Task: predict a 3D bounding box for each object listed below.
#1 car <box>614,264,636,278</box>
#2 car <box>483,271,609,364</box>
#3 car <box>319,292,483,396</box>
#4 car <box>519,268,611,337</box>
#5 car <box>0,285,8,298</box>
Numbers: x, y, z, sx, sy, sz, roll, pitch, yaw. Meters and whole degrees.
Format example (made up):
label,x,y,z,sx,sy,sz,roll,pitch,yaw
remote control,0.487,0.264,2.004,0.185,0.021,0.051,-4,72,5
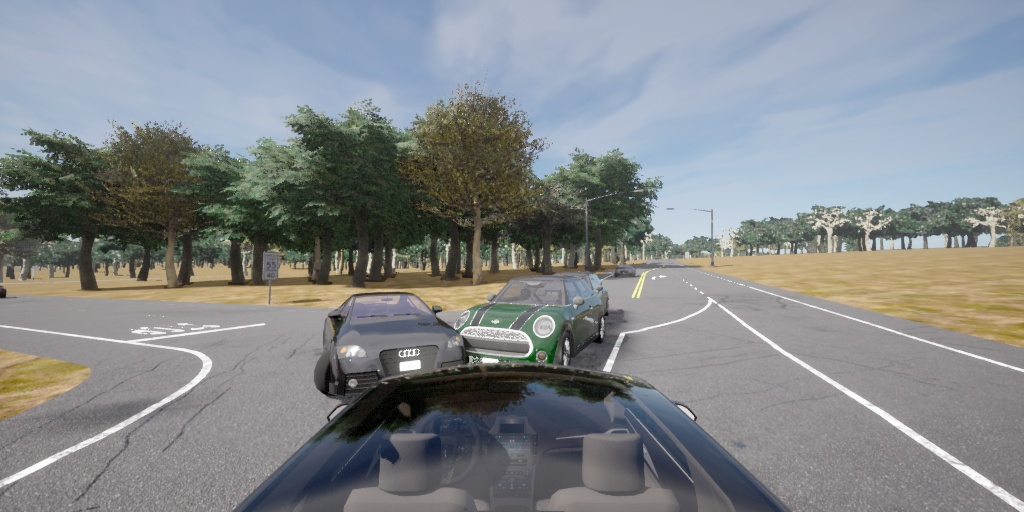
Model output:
label,x,y,z,sx,sy,sz,roll,pitch,yaw
car,11.826,1.529,37.444,1.994,1.385,4.181,-1,0,21
car,0.616,1.218,7.856,2.097,1.767,4.553,-1,-2,26
car,-2.355,1.376,6.652,1.994,1.385,4.181,1,-2,-29
car,2.024,1.344,12.169,2.097,1.767,4.553,-1,-1,21
car,-40.855,2.561,27.428,4.181,1.385,1.994,-2,-3,22
